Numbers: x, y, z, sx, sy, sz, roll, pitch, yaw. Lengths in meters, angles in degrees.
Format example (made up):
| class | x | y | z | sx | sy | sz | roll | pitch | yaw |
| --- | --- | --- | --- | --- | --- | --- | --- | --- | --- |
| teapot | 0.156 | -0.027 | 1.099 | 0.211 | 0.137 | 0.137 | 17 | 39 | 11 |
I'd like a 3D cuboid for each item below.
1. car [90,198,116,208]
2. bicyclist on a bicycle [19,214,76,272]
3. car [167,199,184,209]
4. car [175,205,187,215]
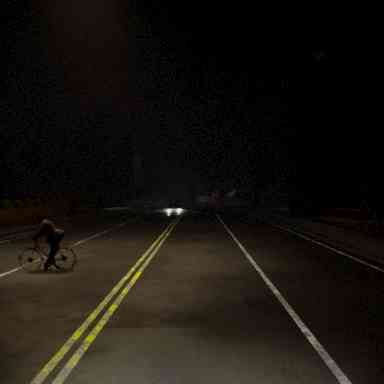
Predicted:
| class | x | y | z | sx | sy | sz | roll | pitch | yaw |
| --- | --- | --- | --- | --- | --- | --- | --- | --- | --- |
| car | -13.148 | 1.525 | 46.804 | 4.674 | 1.442 | 1.812 | 0 | 0 | 0 |
| bicyclist on a bicycle | -4.130 | 1.455 | 9.462 | 1.656 | 1.620 | 0.582 | -2 | 0 | 1 |
| car | -2.580 | 1.763 | 49.454 | 1.895 | 1.301 | 4.718 | 0 | -1 | 1 |
| car | -2.162 | 3.535 | 65.462 | 2.033 | 1.411 | 5.357 | 0 | -10 | 2 |
